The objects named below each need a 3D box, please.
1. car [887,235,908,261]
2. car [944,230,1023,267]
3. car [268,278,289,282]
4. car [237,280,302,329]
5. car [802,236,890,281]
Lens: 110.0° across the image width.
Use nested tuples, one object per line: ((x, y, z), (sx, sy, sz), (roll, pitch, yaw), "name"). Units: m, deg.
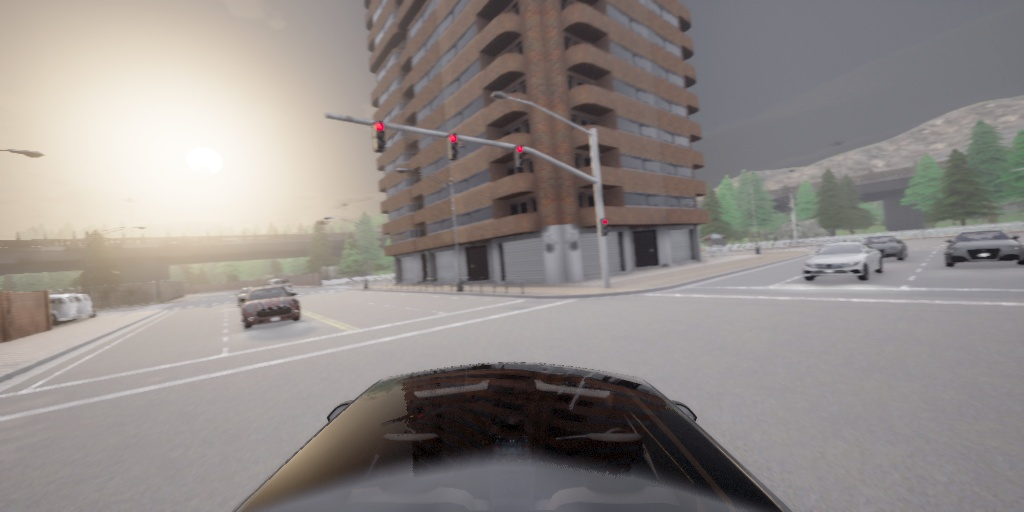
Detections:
((21.221, -0.446, 20.701), (4.181, 1.385, 1.994), (-5, 0, -38), "car")
((19.819, -0.361, 15.134), (4.181, 1.385, 1.994), (-5, -1, -38), "car")
((-28.084, 3.792, 42.940), (2.150, 2.045, 5.566), (-4, -1, -44), "car")
((-11.532, 2.247, 17.035), (2.097, 1.767, 4.553), (-5, -1, -39), "car")
((13.779, 0.139, 14.891), (4.674, 1.442, 1.812), (-5, -1, -36), "car")
